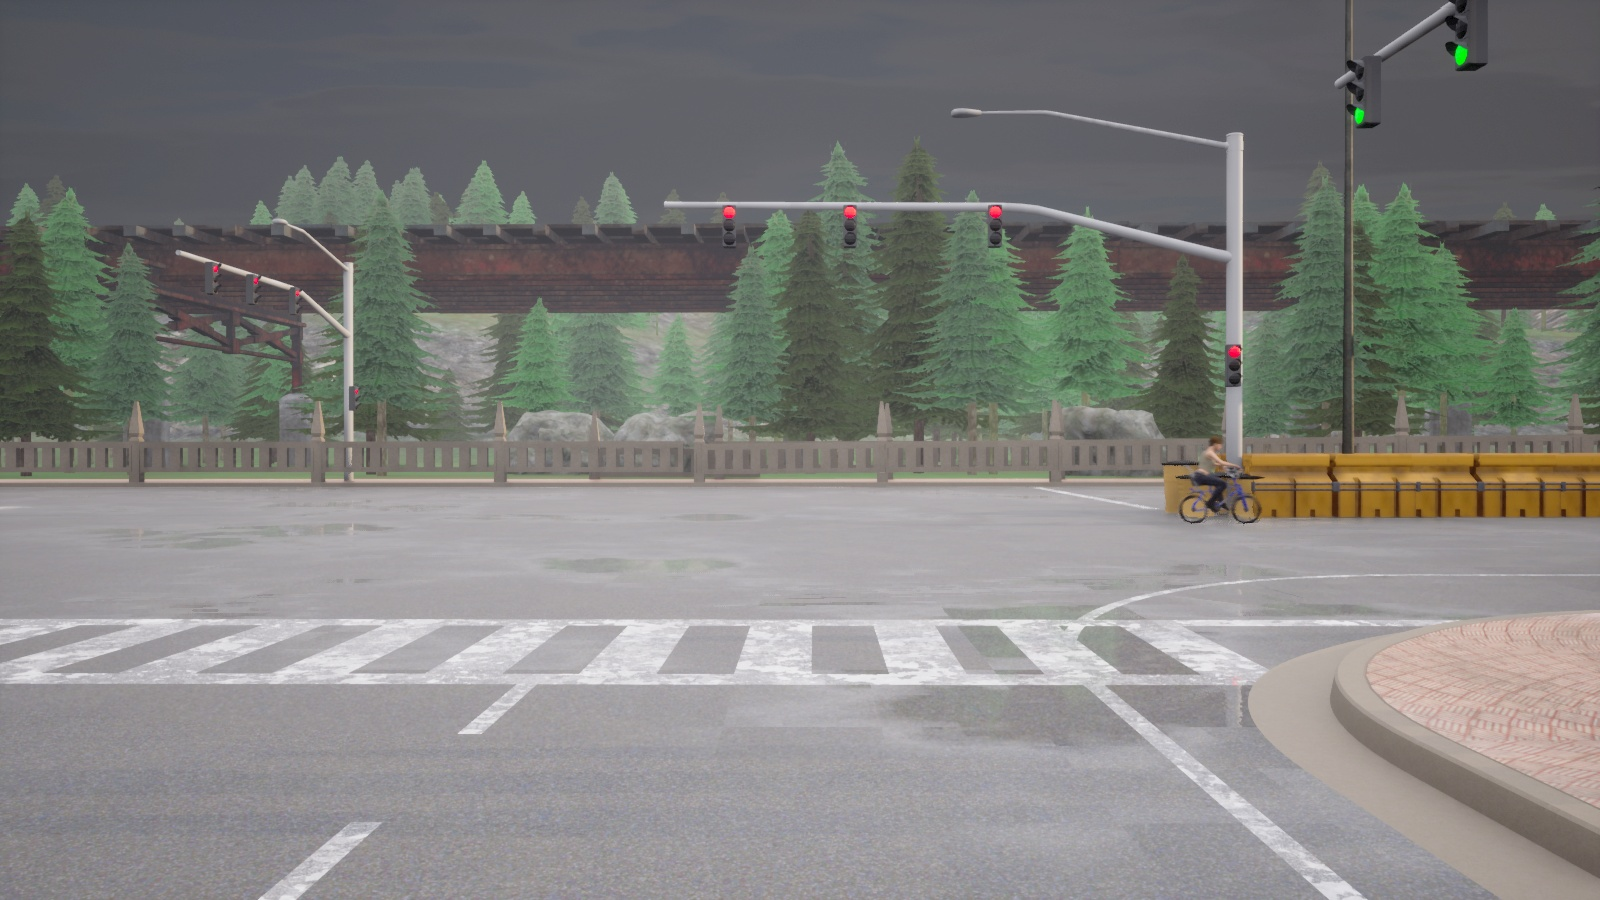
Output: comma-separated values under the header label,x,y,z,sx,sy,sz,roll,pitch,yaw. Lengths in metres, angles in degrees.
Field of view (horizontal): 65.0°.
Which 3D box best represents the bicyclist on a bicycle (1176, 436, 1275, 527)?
label,x,y,z,sx,sy,sz,roll,pitch,yaw
bicyclist on a bicycle,7.724,0.560,22.860,1.509,1.612,0.866,0,0,0
